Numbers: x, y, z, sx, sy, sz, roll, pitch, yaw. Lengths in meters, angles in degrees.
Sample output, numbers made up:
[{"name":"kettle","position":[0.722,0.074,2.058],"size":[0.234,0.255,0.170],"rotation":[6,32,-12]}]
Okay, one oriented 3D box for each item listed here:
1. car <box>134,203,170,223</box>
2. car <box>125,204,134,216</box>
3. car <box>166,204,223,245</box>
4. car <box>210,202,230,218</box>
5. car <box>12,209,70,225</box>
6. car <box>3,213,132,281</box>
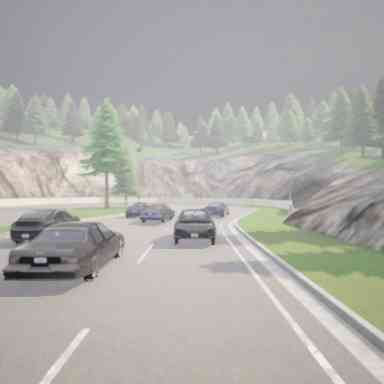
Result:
[{"name":"car","position":[-2.632,1.683,26.657],"size":[2.033,1.411,5.357],"rotation":[0,0,9]},{"name":"car","position":[-4.780,1.727,32.167],"size":[1.994,1.385,4.181],"rotation":[0,0,14]},{"name":"car","position":[0.148,1.574,16.079],"size":[2.128,1.511,4.902],"rotation":[0,0,1]},{"name":"car","position":[2.461,1.690,32.370],"size":[1.812,1.442,4.674],"rotation":[0,0,16]},{"name":"car","position":[-6.851,1.587,16.186],"size":[1.837,1.490,4.892],"rotation":[0,0,1]},{"name":"car","position":[-3.410,1.599,10.002],"size":[2.033,1.411,5.357],"rotation":[0,0,0]}]
